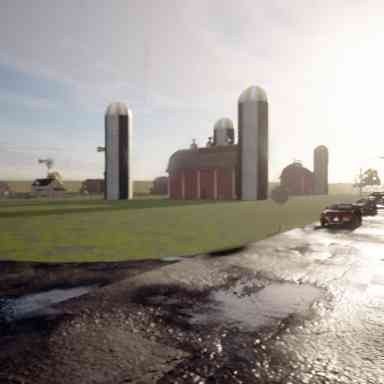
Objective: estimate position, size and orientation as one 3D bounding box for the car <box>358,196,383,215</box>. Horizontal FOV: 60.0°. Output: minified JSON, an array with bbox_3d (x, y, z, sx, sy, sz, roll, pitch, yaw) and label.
[{"bbox_3d":[16.321,1.349,31.297,2.033,1.411,5.357,1,1,34],"label":"car"}]

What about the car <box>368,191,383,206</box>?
[{"bbox_3d":[24.524,0.966,43.612,2.150,2.045,5.566,1,2,34],"label":"car"}]

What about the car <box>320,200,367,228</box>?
[{"bbox_3d":[9.491,1.410,20.968,1.994,1.385,4.181,1,1,34],"label":"car"}]
